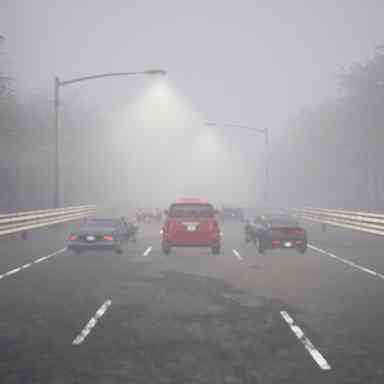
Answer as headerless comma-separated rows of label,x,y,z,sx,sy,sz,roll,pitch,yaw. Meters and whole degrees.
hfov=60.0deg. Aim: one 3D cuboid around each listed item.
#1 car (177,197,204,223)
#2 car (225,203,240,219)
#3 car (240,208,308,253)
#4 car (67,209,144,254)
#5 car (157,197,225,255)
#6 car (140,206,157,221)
car,-0.153,1.488,29.155,2.150,2.045,5.566,0,0,-1
car,3.345,1.754,29.657,1.882,1.535,5.008,0,0,0
car,3.469,1.645,14.427,1.837,1.490,4.892,0,0,0
car,-3.532,1.681,14.083,2.033,1.411,5.357,0,-1,0
car,-0.032,1.351,14.126,2.150,2.045,5.566,0,0,0
car,-3.653,1.873,29.210,1.895,1.301,4.718,0,0,-1
